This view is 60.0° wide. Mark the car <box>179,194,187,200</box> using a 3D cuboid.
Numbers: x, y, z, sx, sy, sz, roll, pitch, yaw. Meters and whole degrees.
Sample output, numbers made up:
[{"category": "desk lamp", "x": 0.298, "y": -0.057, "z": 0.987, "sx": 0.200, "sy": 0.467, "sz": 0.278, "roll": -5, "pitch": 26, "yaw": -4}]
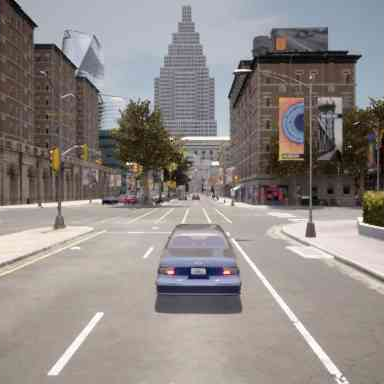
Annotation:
[{"category": "car", "x": -2.436, "y": 1.540, "z": 89.523, "sx": 2.033, "sy": 1.411, "sz": 5.357, "roll": 0, "pitch": 0, "yaw": 1}]

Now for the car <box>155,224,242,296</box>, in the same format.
[{"category": "car", "x": 0.166, "y": 1.547, "z": 8.803, "sx": 2.033, "sy": 1.411, "sz": 5.357, "roll": 0, "pitch": 0, "yaw": 1}]

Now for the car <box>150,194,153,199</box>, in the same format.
[{"category": "car", "x": -10.558, "y": 1.355, "z": 79.503, "sx": 2.097, "sy": 1.767, "sz": 4.553, "roll": 0, "pitch": 0, "yaw": 1}]

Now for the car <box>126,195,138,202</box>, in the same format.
[{"category": "car", "x": -14.067, "y": 1.478, "z": 78.741, "sx": 1.882, "sy": 1.535, "sz": 5.008, "roll": 0, "pitch": 0, "yaw": 1}]

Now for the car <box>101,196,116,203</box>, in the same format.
[{"category": "car", "x": -17.426, "y": 1.595, "z": 69.687, "sx": 1.895, "sy": 1.301, "sz": 4.718, "roll": 0, "pitch": 0, "yaw": 1}]

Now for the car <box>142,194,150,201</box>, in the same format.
[{"category": "car", "x": -10.678, "y": 1.500, "z": 69.514, "sx": 1.837, "sy": 1.490, "sz": 4.892, "roll": 0, "pitch": 0, "yaw": 1}]

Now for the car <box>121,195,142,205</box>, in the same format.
[{"category": "car", "x": -10.866, "y": 1.477, "z": 59.719, "sx": 1.882, "sy": 1.535, "sz": 5.008, "roll": 0, "pitch": 0, "yaw": 1}]

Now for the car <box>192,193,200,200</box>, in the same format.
[{"category": "car", "x": 1.069, "y": 1.350, "z": 89.882, "sx": 2.097, "sy": 1.767, "sz": 4.553, "roll": 0, "pitch": 0, "yaw": 1}]

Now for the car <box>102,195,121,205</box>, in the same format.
[{"category": "car", "x": -14.384, "y": 1.601, "z": 58.535, "sx": 1.895, "sy": 1.301, "sz": 4.718, "roll": 0, "pitch": 0, "yaw": 1}]

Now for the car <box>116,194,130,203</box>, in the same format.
[{"category": "car", "x": -14.189, "y": 1.355, "z": 68.642, "sx": 2.097, "sy": 1.767, "sz": 4.553, "roll": 0, "pitch": 0, "yaw": 1}]
